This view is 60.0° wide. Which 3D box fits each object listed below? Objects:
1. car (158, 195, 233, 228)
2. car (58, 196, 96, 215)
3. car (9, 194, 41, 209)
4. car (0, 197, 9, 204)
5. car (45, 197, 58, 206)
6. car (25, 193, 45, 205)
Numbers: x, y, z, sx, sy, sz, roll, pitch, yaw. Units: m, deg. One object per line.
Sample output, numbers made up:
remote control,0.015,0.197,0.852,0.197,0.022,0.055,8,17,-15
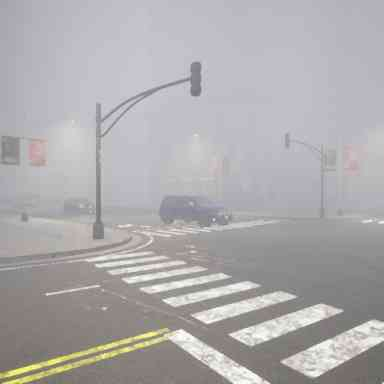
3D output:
car,0.111,1.212,22.357,5.566,2.045,2.150,0,0,43
car,-11.344,1.335,33.652,2.097,1.767,4.553,0,0,-45
car,-22.561,1.454,44.931,1.882,1.535,5.008,0,0,-44
car,-33.703,1.530,60.944,1.994,1.385,4.181,0,0,-45
car,-23.097,1.543,54.928,4.181,1.385,1.994,0,0,44
car,-26.122,1.197,53.349,5.566,2.045,2.150,0,0,45
